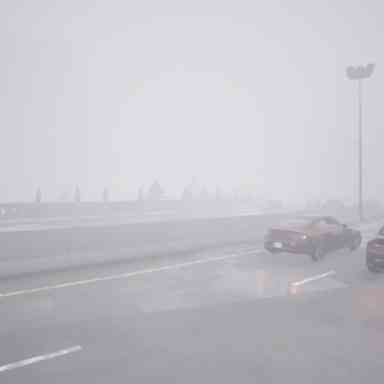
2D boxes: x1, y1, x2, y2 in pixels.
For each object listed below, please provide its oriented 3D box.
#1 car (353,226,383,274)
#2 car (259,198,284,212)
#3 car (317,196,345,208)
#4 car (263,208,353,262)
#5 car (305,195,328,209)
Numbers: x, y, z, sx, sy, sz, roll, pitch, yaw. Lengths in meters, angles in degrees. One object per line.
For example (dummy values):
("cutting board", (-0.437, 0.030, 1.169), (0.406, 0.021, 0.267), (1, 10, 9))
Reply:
("car", (6.653, 1.496, 9.481), (4.892, 1.490, 1.837), (0, 0, -41))
("car", (9.589, 1.522, 39.885), (2.128, 1.511, 4.902), (0, 0, 33))
("car", (15.237, 1.507, 35.778), (1.837, 1.490, 4.892), (0, 0, 33))
("car", (4.498, 1.530, 12.230), (4.674, 1.442, 1.812), (0, 0, -41))
("car", (16.379, 1.503, 44.487), (2.128, 1.511, 4.902), (0, 0, 28))
